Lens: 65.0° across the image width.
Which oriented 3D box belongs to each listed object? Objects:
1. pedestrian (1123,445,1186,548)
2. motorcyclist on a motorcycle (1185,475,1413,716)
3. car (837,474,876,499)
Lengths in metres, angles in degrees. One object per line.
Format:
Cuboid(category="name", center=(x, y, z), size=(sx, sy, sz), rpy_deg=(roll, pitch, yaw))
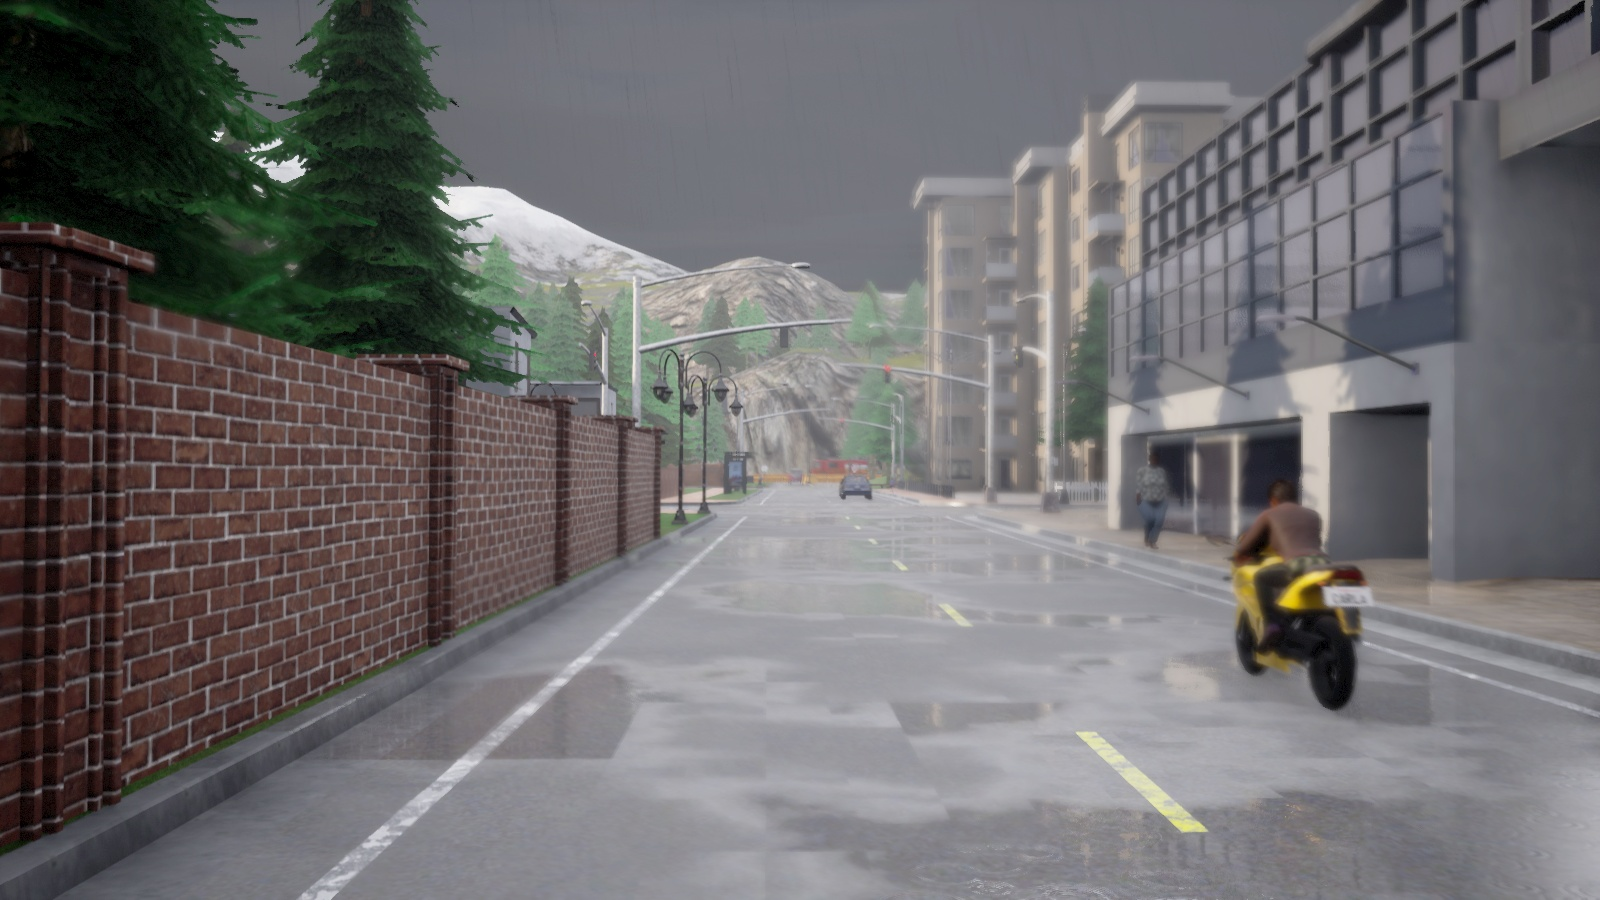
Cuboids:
Cuboid(category="pedestrian", center=(6.527, 0.852, 23.172), size=(0.874, 1.855, 0.900), rpy_deg=(0, -1, -3))
Cuboid(category="motorcyclist on a motorcycle", center=(3.479, 0.941, 8.984), size=(0.797, 1.523, 2.044), rpy_deg=(0, -1, 0))
Cuboid(category="car", center=(3.325, 2.154, 74.561), size=(2.033, 1.411, 5.357), rpy_deg=(0, -1, 0))
